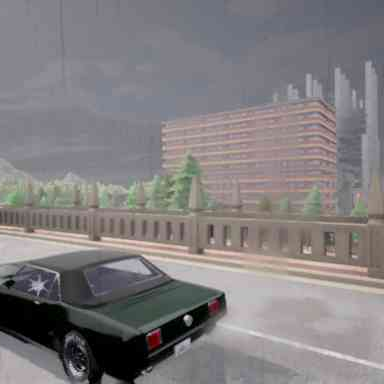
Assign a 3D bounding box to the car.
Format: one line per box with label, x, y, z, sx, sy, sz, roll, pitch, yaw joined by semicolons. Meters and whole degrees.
car;-1.918;1.622;5.363;4.718;1.301;1.895;0;0;35
